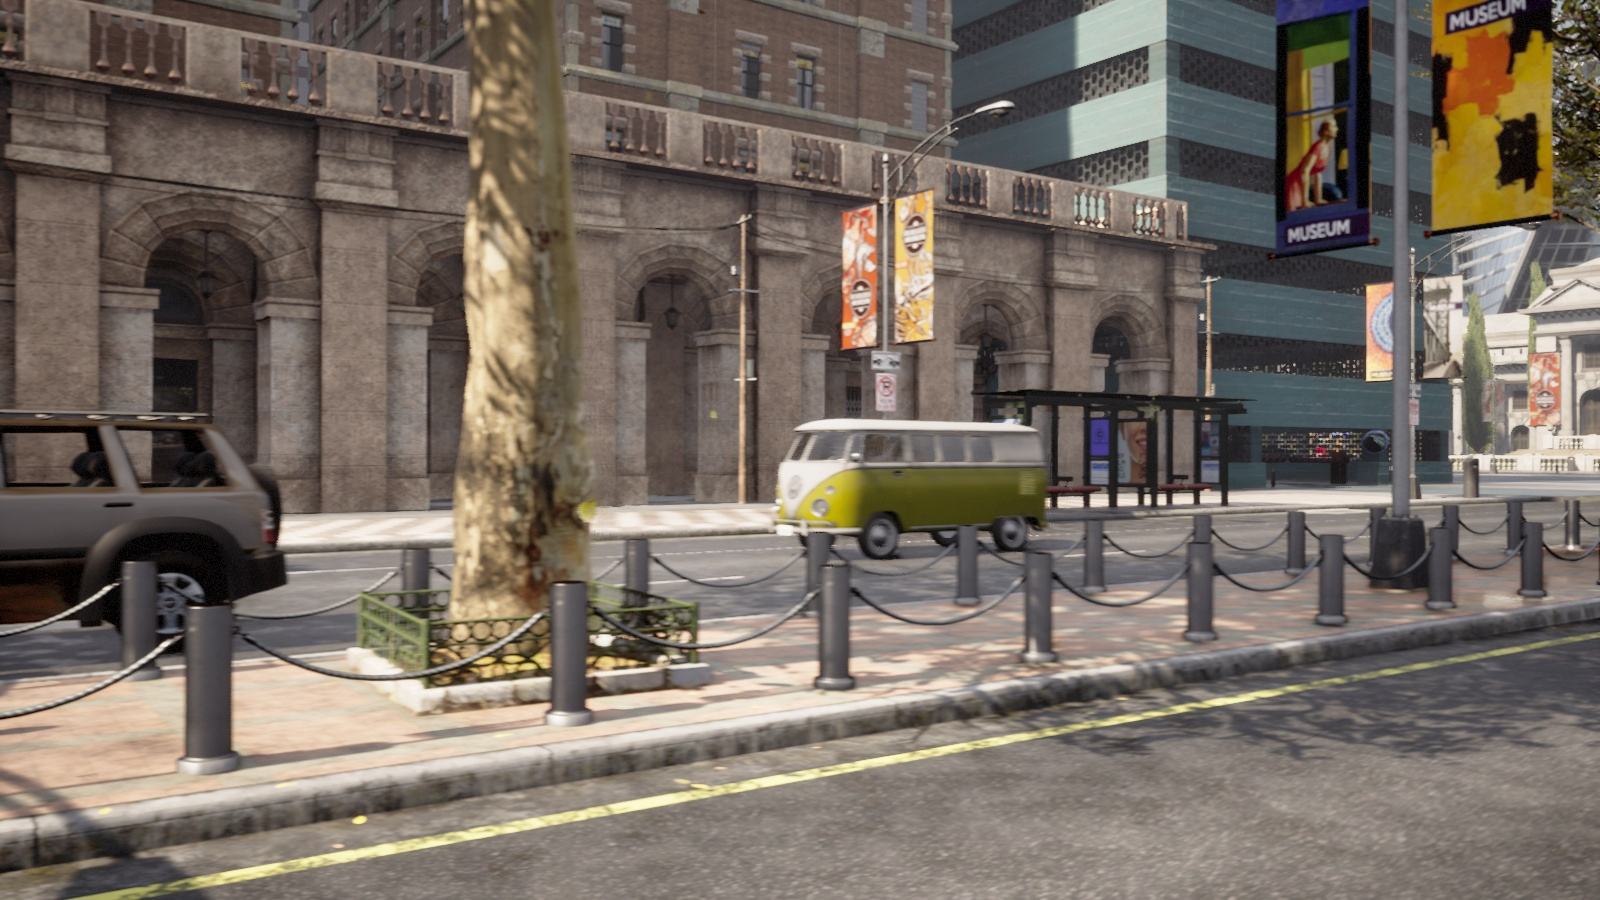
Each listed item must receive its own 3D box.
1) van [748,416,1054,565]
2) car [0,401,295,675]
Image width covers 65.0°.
[{"bbox_3d":[1.578,0.540,18.770,4.442,1.987,1.775,0,0,-35],"label":"van"},{"bbox_3d":[-6.286,0.597,9.033,4.605,1.855,1.932,0,0,-35],"label":"car"}]
